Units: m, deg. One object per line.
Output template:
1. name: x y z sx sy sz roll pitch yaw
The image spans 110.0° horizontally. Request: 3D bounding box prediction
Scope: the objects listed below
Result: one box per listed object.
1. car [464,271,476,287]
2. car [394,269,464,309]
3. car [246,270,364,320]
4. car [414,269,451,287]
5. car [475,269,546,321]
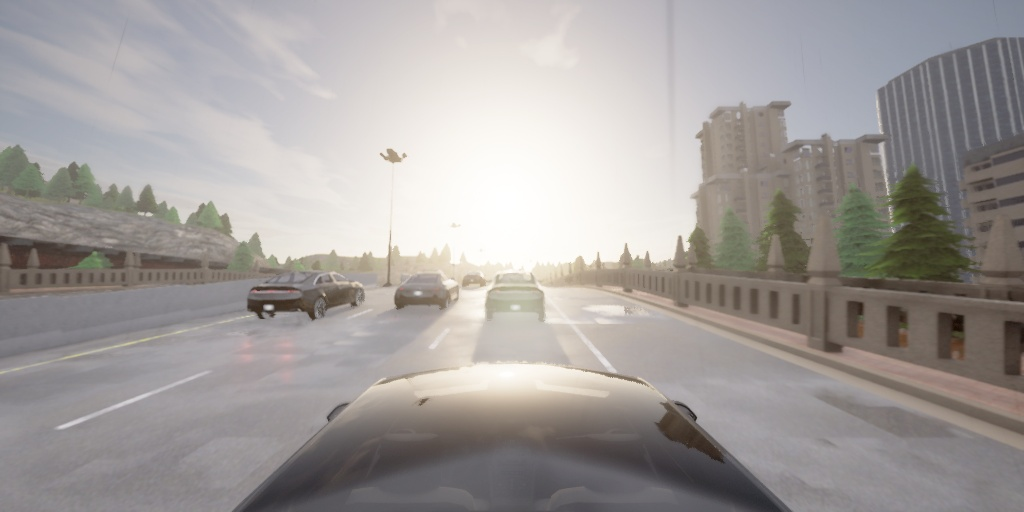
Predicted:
1. car: -3.406 2.083 32.764 1.812 1.442 4.674 0 -4 0
2. car: -3.402 1.336 14.998 1.994 1.385 4.181 0 -1 0
3. car: -6.902 1.250 12.598 2.128 1.511 4.902 0 0 0
4. car: -6.906 1.963 31.623 2.128 1.511 4.902 0 -4 0
5. car: 0.098 1.248 12.568 2.128 1.511 4.902 0 0 0
